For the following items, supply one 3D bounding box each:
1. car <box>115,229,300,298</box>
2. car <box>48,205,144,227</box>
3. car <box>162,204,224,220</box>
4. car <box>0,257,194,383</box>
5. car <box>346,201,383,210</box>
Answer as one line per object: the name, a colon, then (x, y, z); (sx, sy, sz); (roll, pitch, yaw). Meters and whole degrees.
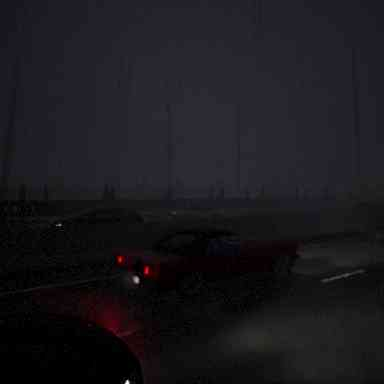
car: (0.596, 1.600, 8.471); (4.718, 1.301, 1.895); (0, 0, -36)
car: (-4.972, 1.504, 17.641); (4.892, 1.490, 1.837); (0, 0, -35)
car: (0.076, 1.599, 25.539); (4.718, 1.301, 1.895); (0, 0, -35)
car: (-2.621, 1.491, 1.877); (4.902, 1.511, 2.128); (0, 0, -36)
car: (14.269, 1.500, 27.052); (4.892, 1.490, 1.837); (0, 0, -35)
